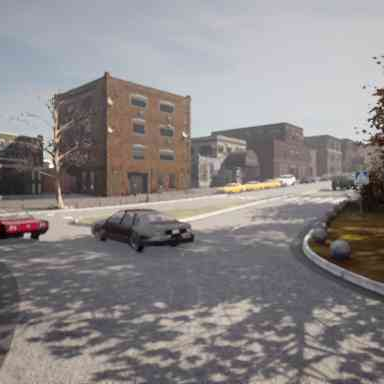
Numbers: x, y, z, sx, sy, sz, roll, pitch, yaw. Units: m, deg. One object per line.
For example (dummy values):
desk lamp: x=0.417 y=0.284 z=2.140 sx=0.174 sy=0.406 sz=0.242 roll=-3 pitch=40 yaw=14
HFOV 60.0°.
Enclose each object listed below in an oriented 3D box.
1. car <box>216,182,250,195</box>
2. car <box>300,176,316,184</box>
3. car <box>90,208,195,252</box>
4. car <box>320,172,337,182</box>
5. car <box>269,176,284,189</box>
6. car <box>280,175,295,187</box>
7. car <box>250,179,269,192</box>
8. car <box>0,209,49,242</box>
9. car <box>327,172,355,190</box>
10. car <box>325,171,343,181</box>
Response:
car: x=5.426 y=-0.518 z=45.999 sx=1.946 sy=1.575 sz=5.366 roll=1 pitch=4 yaw=41
car: x=23.460 y=-2.420 z=67.206 sx=2.163 sy=1.488 sz=4.792 roll=1 pitch=4 yaw=40
car: x=-2.163 y=1.364 z=13.193 sx=2.033 sy=1.411 sz=5.357 roll=-1 pitch=1 yaw=-40
car: x=30.626 y=-3.216 z=75.631 sx=2.231 sy=1.521 sz=4.892 roll=1 pitch=4 yaw=40
car: x=12.572 y=-1.286 z=54.391 sx=1.946 sy=1.575 sz=5.366 roll=1 pitch=4 yaw=40
car: x=16.318 y=-1.935 z=58.789 sx=2.435 sy=2.045 sz=5.566 roll=1 pitch=4 yaw=40
car: x=9.002 y=-0.903 z=50.191 sx=1.946 sy=1.575 sz=5.366 roll=1 pitch=4 yaw=40
car: x=-8.390 y=1.391 z=14.478 sx=4.718 sy=1.301 sz=1.895 roll=1 pitch=1 yaw=34
car: x=21.306 y=-1.341 z=46.473 sx=2.150 sy=2.045 sz=5.566 roll=1 pitch=5 yaw=41
car: x=34.163 y=-3.848 z=79.789 sx=2.435 sy=2.045 sz=5.566 roll=1 pitch=4 yaw=40
